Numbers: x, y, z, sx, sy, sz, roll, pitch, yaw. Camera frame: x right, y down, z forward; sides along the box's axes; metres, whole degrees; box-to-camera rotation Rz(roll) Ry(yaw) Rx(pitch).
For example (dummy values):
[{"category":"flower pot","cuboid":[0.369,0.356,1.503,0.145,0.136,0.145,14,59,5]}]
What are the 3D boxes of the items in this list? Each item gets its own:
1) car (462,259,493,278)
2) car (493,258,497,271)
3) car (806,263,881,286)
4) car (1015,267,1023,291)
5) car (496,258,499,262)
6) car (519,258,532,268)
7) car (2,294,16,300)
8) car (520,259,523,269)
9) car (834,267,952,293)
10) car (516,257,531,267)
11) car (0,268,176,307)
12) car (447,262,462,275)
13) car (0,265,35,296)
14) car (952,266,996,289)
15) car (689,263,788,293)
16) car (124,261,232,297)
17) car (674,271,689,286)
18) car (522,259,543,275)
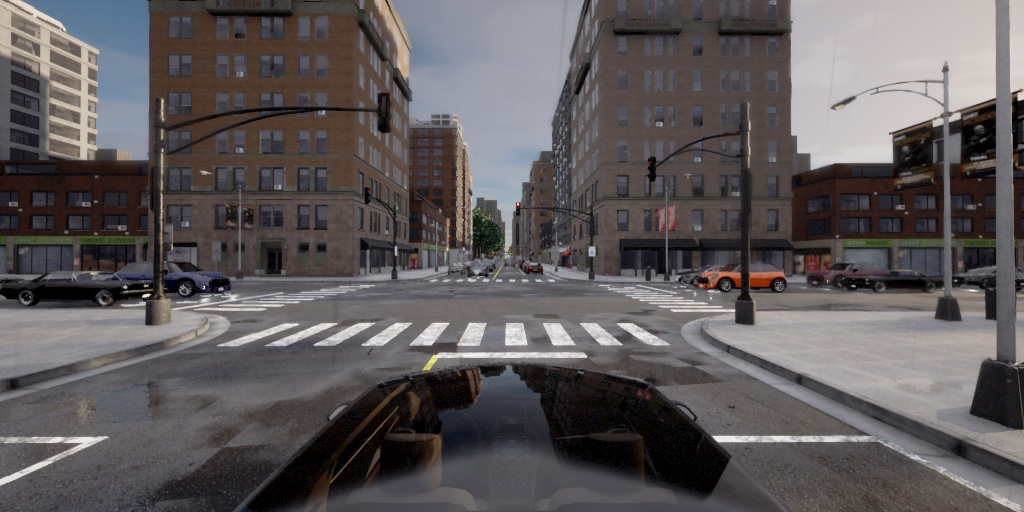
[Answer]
[{"category":"car","cuboid":[-3.173,1.263,34.088,2.128,1.511,4.902,0,0,-2]},{"category":"car","cuboid":[-3.373,1.340,47.067,2.033,1.411,5.357,0,0,0]},{"category":"car","cuboid":[22.885,1.249,24.453,4.553,1.767,2.097,0,0,-1]},{"category":"car","cuboid":[32.316,1.477,21.271,4.181,1.385,1.994,0,0,-1]},{"category":"car","cuboid":[-3.487,1.322,57.738,1.837,1.490,4.892,0,0,0]},{"category":"car","cuboid":[2.334,1.325,51.091,1.751,1.417,4.829,0,0,-1]},{"category":"car","cuboid":[-5.855,1.190,1.453,1.967,1.591,4.097,0,0,0]},{"category":"car","cuboid":[2.399,1.354,45.414,1.948,1.339,4.313,0,0,-1]},{"category":"car","cuboid":[22.377,1.469,21.199,4.718,1.301,1.895,0,0,-1]},{"category":"car","cuboid":[2.273,1.128,56.427,2.192,1.841,5.009,0,0,-1]},{"category":"car","cuboid":[-16.666,1.246,14.185,4.718,1.301,1.895,0,0,0]},{"category":"car","cuboid":[-6.064,1.329,39.814,2.007,1.370,4.403,0,0,-1]},{"category":"car","cuboid":[-27.151,1.178,17.363,5.357,1.411,2.033,0,0,0]},{"category":"car","cuboid":[32.769,1.446,24.524,4.892,1.490,1.837,0,0,0]},{"category":"car","cuboid":[13.391,1.180,21.130,4.553,1.767,2.097,0,0,0]},{"category":"car","cuboid":[-16.447,1.024,17.470,4.553,1.767,2.097,0,0,-1]},{"category":"car","cuboid":[13.691,1.347,24.398,4.902,1.511,2.128,0,0,0]},{"category":"car","cuboid":[2.461,1.324,39.907,1.888,1.381,4.507,0,0,-1]}]
